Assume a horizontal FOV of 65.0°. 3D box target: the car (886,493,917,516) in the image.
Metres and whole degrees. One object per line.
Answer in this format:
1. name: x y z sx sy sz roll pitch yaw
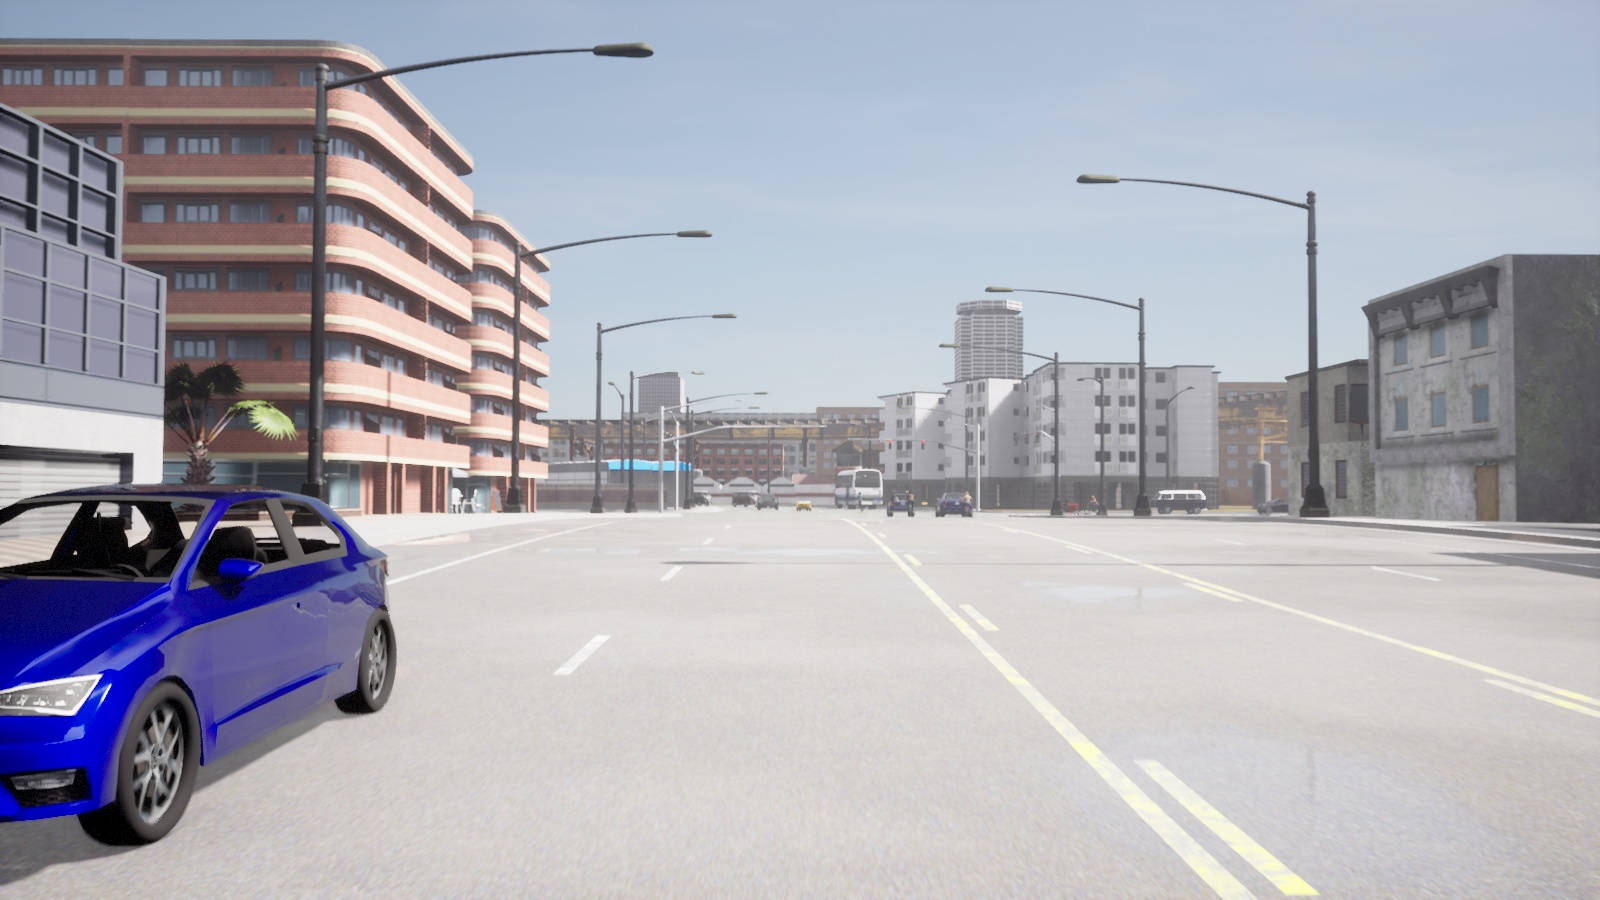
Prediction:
1. car: 6.804 3.671 84.652 1.789 1.549 3.705 0 -3 0

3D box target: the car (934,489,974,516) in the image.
1. car: 10.305 3.523 84.316 2.097 1.767 4.553 0 -3 0

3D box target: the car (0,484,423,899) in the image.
1. car: -3.516 0.950 6.611 1.816 1.474 4.193 0 -1 0
